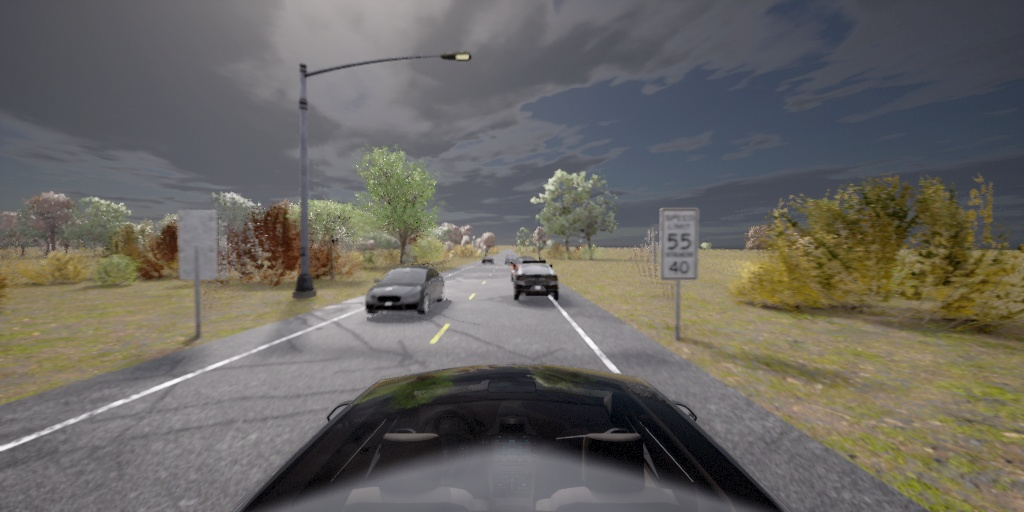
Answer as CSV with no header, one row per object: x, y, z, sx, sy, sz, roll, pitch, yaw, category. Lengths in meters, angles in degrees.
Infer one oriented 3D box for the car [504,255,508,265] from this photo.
-0.184,0.620,54.778,2.033,1.411,5.357,0,1,0,car

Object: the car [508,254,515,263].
0.951,0.797,26.427,2.097,1.767,4.553,0,1,0,car

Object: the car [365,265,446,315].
-3.634,1.122,12.955,1.837,1.490,4.892,0,1,0,car

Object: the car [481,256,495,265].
-3.769,0.656,56.269,1.895,1.301,4.718,0,1,0,car

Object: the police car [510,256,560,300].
0.996,0.994,16.568,1.930,1.638,5.238,0,1,0,police car
